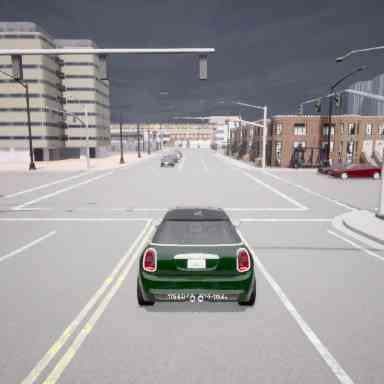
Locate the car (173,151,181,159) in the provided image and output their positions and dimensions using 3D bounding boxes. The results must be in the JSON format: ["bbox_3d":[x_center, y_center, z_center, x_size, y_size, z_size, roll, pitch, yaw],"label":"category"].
[{"bbox_3d":[-3.478,-5.929,58.206,1.882,1.535,5.008,0,9,0],"label":"car"}]

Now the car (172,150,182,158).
[{"bbox_3d":[-3.363,-8.942,77.551,2.097,1.767,4.553,0,8,0],"label":"car"}]

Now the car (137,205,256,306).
[{"bbox_3d":[0.089,1.074,7.671,2.097,1.767,4.553,0,4,0],"label":"car"}]

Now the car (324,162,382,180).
[{"bbox_3d":[16.038,-2.065,32.299,5.008,1.535,1.882,0,8,0],"label":"car"}]

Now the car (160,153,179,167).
[{"bbox_3d":[-3.527,-4.521,48.869,2.128,1.511,4.902,0,8,1],"label":"car"}]

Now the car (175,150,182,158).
[{"bbox_3d":[-3.392,-7.269,67.501,1.812,1.442,4.674,0,8,1],"label":"car"}]

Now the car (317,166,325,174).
[{"bbox_3d":[16.384,-2.514,35.777,5.357,1.411,2.033,0,8,0],"label":"car"}]
